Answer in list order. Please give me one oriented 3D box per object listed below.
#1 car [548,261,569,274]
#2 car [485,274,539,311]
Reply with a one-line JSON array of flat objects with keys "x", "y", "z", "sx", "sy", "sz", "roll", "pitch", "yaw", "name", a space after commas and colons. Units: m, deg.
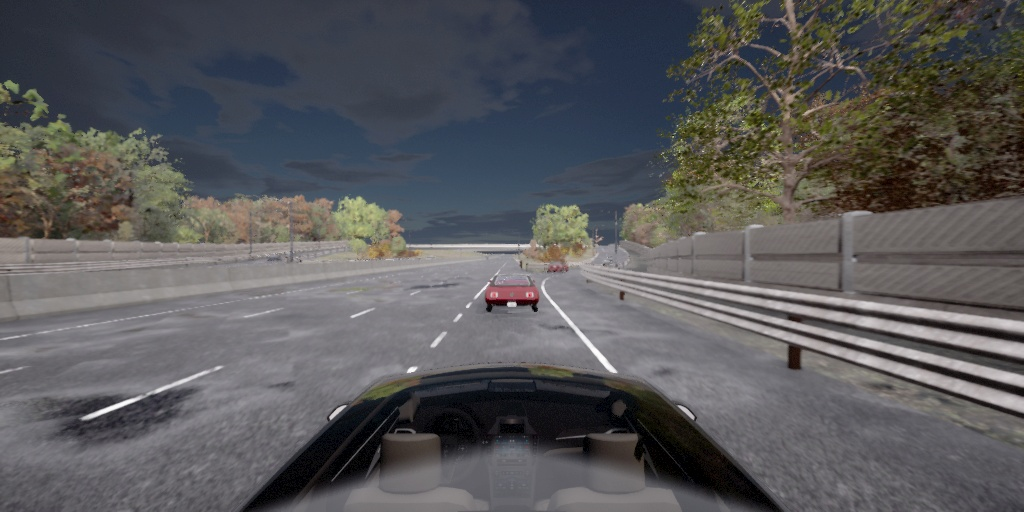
[{"x": 6.559, "y": 1.521, "z": 50.129, "sx": 2.097, "sy": 1.767, "sz": 4.553, "roll": 0, "pitch": -1, "yaw": 22, "name": "car"}, {"x": 0.011, "y": 1.354, "z": 14.426, "sx": 1.895, "sy": 1.301, "sz": 4.718, "roll": 0, "pitch": 0, "yaw": 0, "name": "car"}]
